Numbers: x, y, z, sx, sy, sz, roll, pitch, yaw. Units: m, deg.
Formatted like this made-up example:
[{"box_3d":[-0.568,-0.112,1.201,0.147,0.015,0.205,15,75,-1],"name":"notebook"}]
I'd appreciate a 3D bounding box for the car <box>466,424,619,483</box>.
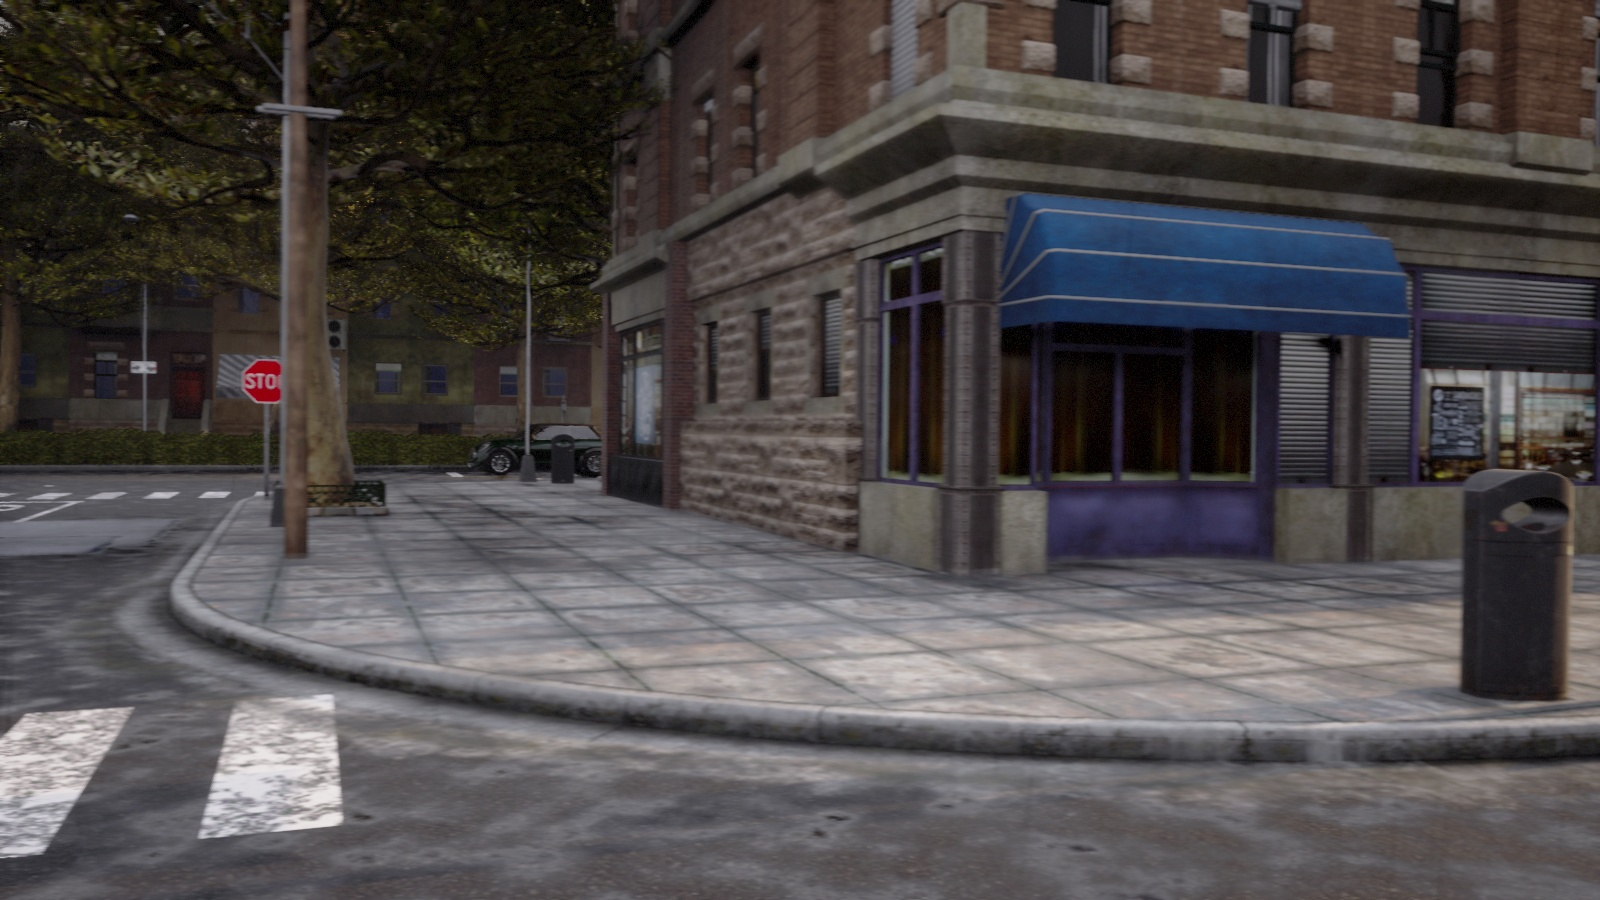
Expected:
[{"box_3d":[-8.367,0.084,40.719,4.553,1.767,2.097,-1,1,-21],"name":"car"}]
